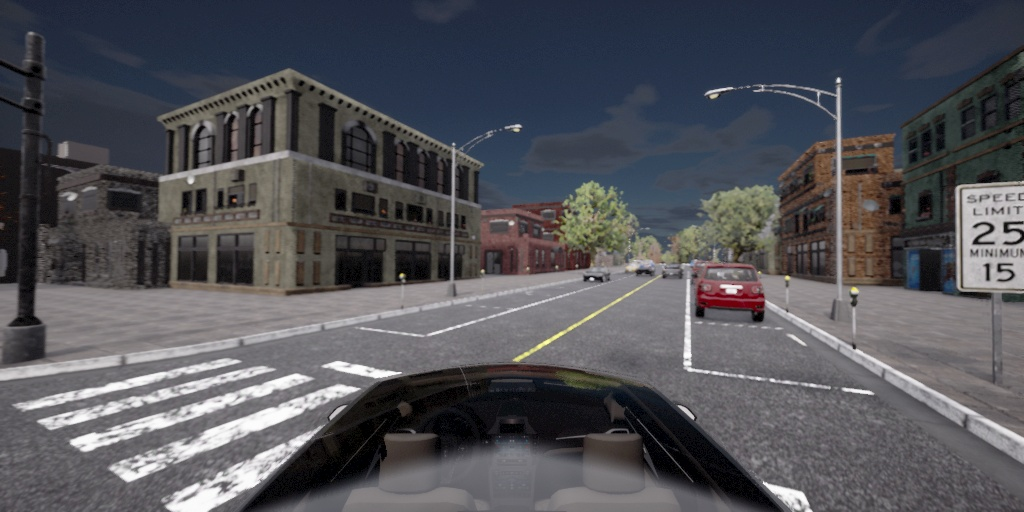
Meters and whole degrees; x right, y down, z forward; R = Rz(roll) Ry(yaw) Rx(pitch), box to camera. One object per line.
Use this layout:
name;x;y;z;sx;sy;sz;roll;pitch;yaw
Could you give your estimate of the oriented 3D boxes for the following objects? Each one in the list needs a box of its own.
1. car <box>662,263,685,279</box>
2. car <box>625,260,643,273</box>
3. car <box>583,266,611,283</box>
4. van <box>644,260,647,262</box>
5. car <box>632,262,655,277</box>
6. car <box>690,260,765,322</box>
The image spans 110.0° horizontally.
car;16.785;1.579;37.442;2.128;1.511;4.902;0;0;27
car;17.305;1.714;51.510;1.751;1.417;4.829;0;0;26
car;7.593;1.568;31.768;1.948;1.339;4.313;0;0;26
van;19.827;1.575;56.636;1.690;1.789;3.998;0;0;26
car;15.691;1.715;42.133;1.895;1.301;4.718;0;0;26
car;7.778;1.186;13.158;2.192;1.841;5.009;0;0;26
